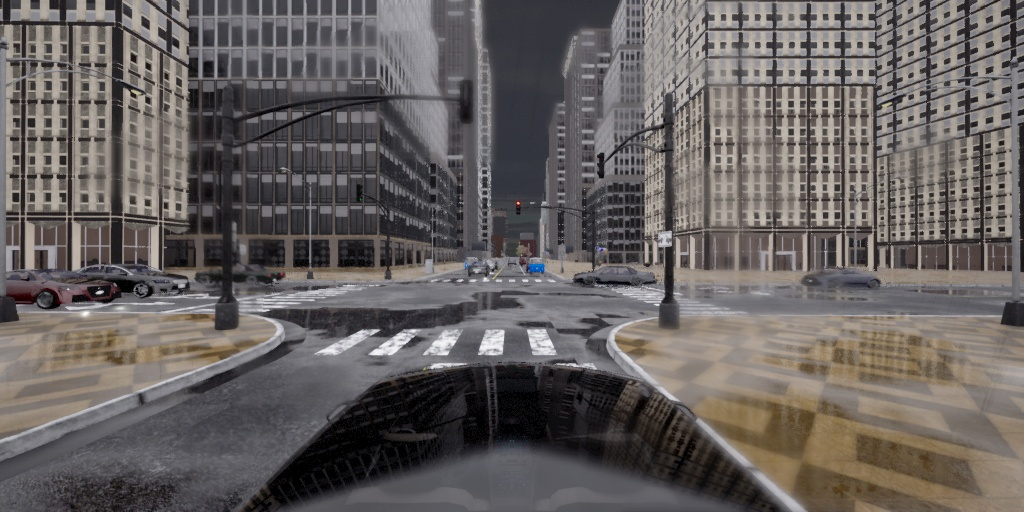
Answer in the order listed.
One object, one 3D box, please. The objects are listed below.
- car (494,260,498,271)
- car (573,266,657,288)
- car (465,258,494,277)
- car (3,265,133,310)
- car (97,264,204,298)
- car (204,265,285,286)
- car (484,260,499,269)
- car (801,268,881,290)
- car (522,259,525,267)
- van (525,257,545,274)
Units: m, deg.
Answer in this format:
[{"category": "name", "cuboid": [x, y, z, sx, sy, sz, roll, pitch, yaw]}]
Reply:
[{"category": "car", "cuboid": [-3.191, 1.275, 45.816, 1.812, 1.442, 4.674, 0, 0, 0]}, {"category": "car", "cuboid": [6.890, 1.377, 24.313, 5.357, 1.411, 2.033, 1, 0, 7]}, {"category": "car", "cuboid": [-3.231, 1.241, 35.642, 2.128, 1.511, 4.902, 0, 0, 0]}, {"category": "car", "cuboid": [-17.424, 1.169, 13.382, 4.181, 1.385, 1.994, 0, 0, -1]}, {"category": "car", "cuboid": [-17.809, 1.108, 16.625, 4.902, 1.511, 2.128, 0, 0, -1]}, {"category": "car", "cuboid": [-17.669, 1.250, 23.330, 4.718, 1.301, 1.895, 0, 0, -1]}, {"category": "car", "cuboid": [-3.145, 1.297, 56.448, 2.033, 1.411, 5.357, 0, 0, 0]}, {"category": "car", "cuboid": [22.072, 1.503, 24.158, 4.181, 1.385, 1.994, 0, 0, -1]}, {"category": "car", "cuboid": [2.618, 1.295, 45.346, 1.888, 1.381, 4.507, 0, 0, 0]}, {"category": "van", "cuboid": [2.687, 1.090, 39.808, 1.690, 1.789, 3.998, 0, 0, 0]}]
